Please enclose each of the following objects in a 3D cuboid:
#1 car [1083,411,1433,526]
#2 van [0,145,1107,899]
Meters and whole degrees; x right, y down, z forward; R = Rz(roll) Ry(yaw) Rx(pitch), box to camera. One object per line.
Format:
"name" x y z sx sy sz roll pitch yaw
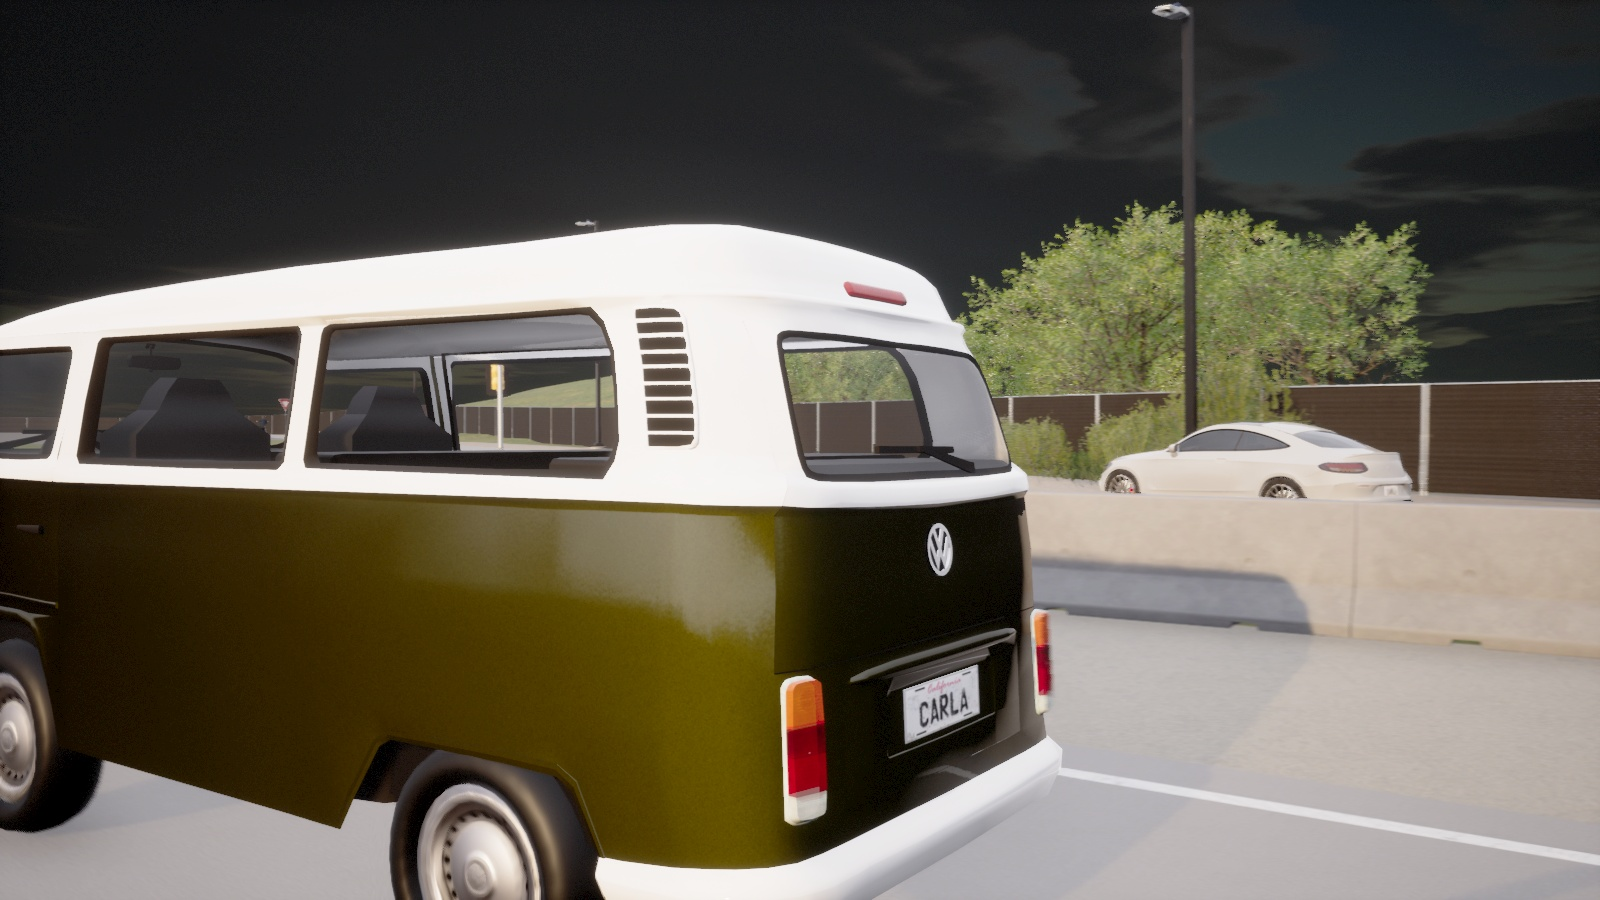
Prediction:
"car" 6.512 0.187 18.415 1.812 1.442 4.674 -2 2 -33
"van" -1.421 0.407 4.563 4.480 2.038 2.069 0 1 34
